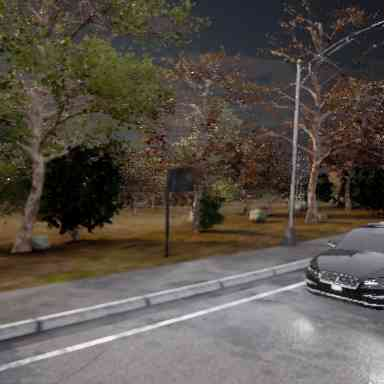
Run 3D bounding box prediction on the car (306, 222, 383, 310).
[{"bbox_3d":[4.546,1.511,7.679,4.892,1.490,1.837,0,0,-39],"label":"car"}]
